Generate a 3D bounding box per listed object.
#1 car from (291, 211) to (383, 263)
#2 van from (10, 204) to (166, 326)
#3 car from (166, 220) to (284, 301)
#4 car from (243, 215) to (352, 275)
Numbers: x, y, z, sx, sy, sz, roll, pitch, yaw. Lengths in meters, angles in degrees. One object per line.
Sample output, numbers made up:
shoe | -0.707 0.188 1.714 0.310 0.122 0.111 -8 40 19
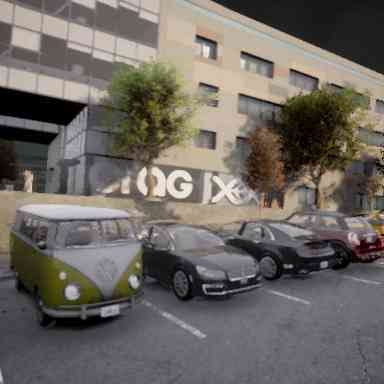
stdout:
car | 4.215 1.464 11.932 2.185 1.767 4.553 1 0 -35
van | -2.557 1.275 6.999 1.878 1.987 4.442 1 0 -35
car | -0.356 1.531 8.719 2.231 1.521 4.892 1 0 -35
car | 1.926 1.561 10.332 2.231 1.521 4.892 1 0 -36
